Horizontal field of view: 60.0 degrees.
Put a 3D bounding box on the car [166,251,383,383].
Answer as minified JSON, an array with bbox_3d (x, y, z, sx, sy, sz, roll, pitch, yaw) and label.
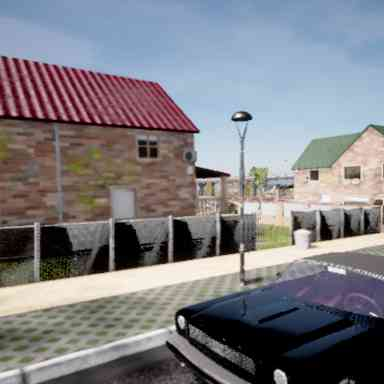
[{"bbox_3d":[2.041,1.600,4.528,4.718,1.301,1.895,0,0,-36],"label":"car"}]
